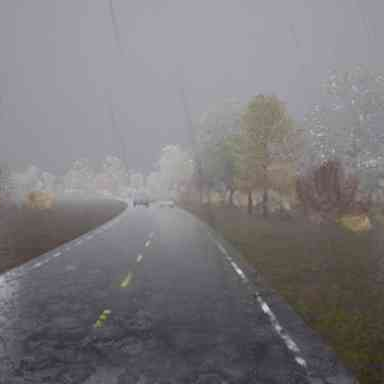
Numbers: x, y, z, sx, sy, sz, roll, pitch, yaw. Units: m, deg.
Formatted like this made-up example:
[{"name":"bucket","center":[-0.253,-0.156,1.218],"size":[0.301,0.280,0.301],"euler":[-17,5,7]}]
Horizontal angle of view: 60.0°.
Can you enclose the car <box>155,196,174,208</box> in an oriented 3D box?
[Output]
[{"name":"car","center":[-3.602,1.500,44.756],"size":[1.895,1.301,4.718],"euler":[0,0,-9]}]

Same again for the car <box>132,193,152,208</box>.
[{"name":"car","center":[-7.323,1.118,47.805],"size":[2.150,2.045,5.566],"euler":[0,0,-9]}]

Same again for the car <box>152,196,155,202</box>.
[{"name":"car","center":[-7.165,1.455,63.094],"size":[1.895,1.301,4.718],"euler":[0,0,-13]}]
